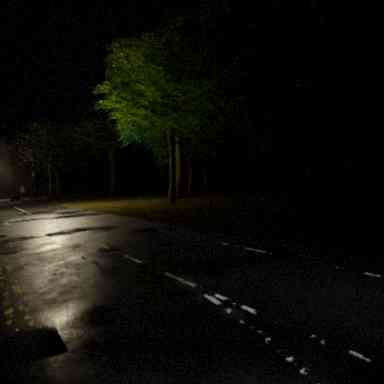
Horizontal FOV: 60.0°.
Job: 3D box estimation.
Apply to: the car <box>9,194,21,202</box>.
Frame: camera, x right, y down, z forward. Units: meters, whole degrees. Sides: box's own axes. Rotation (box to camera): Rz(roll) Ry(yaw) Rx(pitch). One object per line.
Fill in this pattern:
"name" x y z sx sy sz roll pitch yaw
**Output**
"car" -36.860 1.256 69.186 2.128 1.511 4.902 -4 3 -32
